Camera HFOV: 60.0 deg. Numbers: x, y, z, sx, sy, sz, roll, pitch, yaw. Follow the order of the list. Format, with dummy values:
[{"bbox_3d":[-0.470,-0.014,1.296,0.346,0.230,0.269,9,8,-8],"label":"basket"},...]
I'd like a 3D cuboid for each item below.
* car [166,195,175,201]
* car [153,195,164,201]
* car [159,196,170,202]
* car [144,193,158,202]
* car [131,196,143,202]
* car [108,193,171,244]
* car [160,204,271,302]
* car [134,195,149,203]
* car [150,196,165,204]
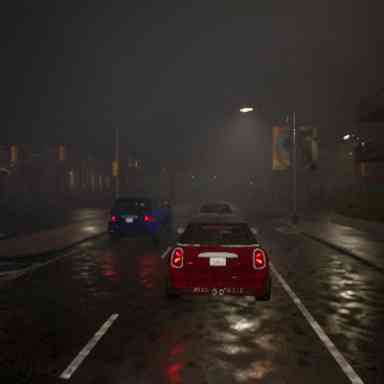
[{"bbox_3d":[-5.444,1.515,85.598,1.812,1.442,4.674,0,0,4],"label":"car"},{"bbox_3d":[-8.808,1.544,87.603,1.994,1.385,4.181,0,0,4],"label":"car"},{"bbox_3d":[-6.166,1.545,75.583,1.994,1.385,4.181,0,0,4],"label":"car"},{"bbox_3d":[-9.528,1.217,77.626,2.150,2.045,5.566,0,0,4],"label":"car"},{"bbox_3d":[-12.778,1.587,77.724,1.895,1.301,4.718,0,0,4],"label":"car"},{"bbox_3d":[-2.328,1.221,16.102,2.150,2.045,5.566,0,0,4],"label":"car"},{"bbox_3d":[0.643,1.351,8.468,2.097,1.767,4.553,0,0,4],"label":"car"},{"bbox_3d":[-10.232,1.485,67.886,2.128,1.511,4.902,0,0,4],"label":"car"},{"bbox_3d":[-6.824,1.485,66.703,2.128,1.511,4.902,0,0,5],"label":"car"}]
